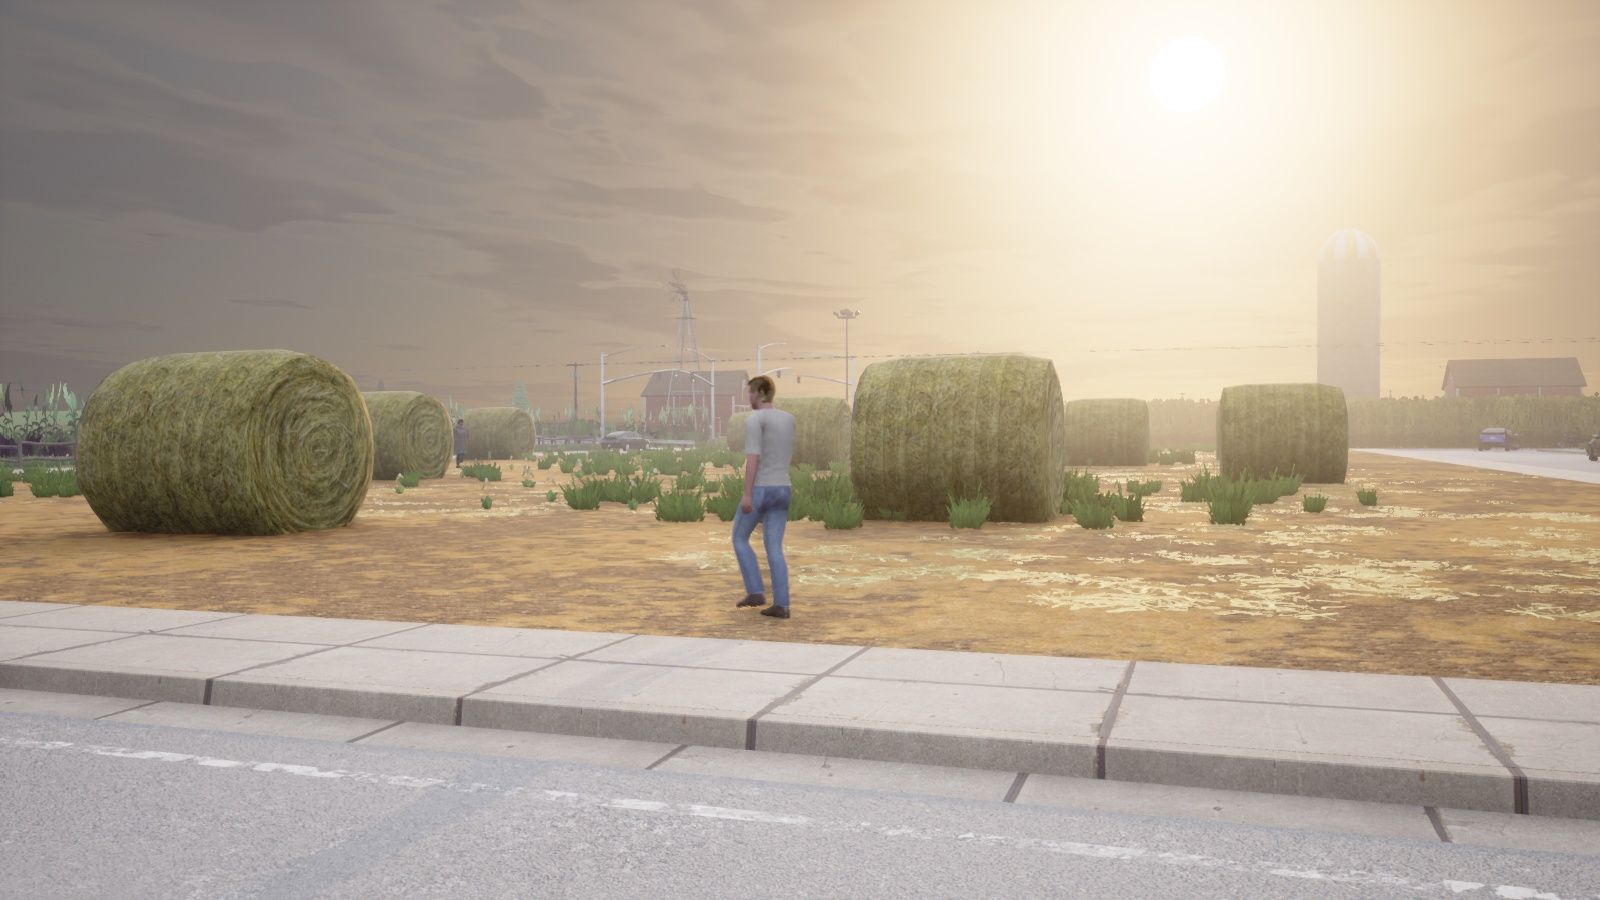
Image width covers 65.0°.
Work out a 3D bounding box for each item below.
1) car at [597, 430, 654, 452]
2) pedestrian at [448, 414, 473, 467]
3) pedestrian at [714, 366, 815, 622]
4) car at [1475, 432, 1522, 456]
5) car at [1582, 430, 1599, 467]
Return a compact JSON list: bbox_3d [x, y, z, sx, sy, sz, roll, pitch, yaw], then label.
[{"bbox_3d":[-12.362,-0.680,89.347,1.837,1.490,4.892,1,1,21],"label":"car"},{"bbox_3d":[-12.623,-0.346,46.734,0.659,1.952,0.873,0,1,-33],"label":"pedestrian"},{"bbox_3d":[-0.273,0.309,9.368,0.706,1.836,0.354,1,1,44],"label":"pedestrian"},{"bbox_3d":[45.932,-0.397,82.529,2.007,1.525,4.514,1,1,38],"label":"car"},{"bbox_3d":[36.102,-0.052,55.290,1.851,1.617,3.988,1,1,18],"label":"car"}]
